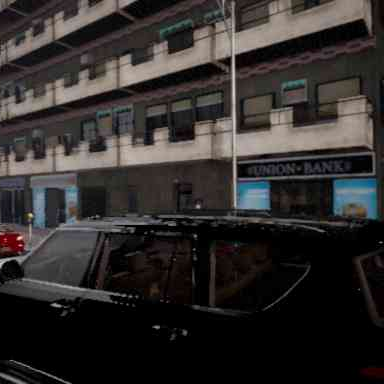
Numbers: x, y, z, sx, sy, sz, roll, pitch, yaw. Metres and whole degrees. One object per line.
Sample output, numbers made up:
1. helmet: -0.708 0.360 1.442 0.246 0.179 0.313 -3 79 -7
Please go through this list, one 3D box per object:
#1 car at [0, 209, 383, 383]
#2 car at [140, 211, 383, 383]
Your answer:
1. car: -0.533 1.226 3.799 5.566 2.045 2.150 0 0 30
2. car: 1.837 1.324 4.801 5.009 1.841 2.192 0 -1 36
